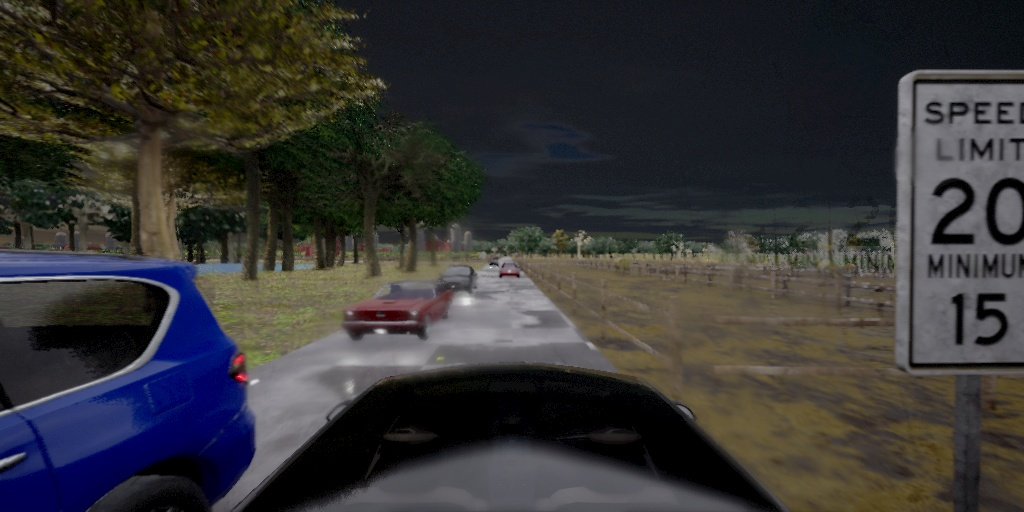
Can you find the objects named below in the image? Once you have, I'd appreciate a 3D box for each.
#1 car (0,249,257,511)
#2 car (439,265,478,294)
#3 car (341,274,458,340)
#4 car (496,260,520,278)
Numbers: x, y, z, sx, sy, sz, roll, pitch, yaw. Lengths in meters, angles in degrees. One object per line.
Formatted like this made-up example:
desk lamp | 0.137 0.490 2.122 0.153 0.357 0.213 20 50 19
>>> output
car | -2.814 0.981 0.149 2.150 2.045 5.566 0 0 -1
car | -3.006 1.302 20.618 1.837 1.490 4.892 0 0 0
car | -2.917 1.381 10.190 1.895 1.301 4.718 0 0 0
car | -0.222 1.364 34.946 1.994 1.385 4.181 0 0 0
